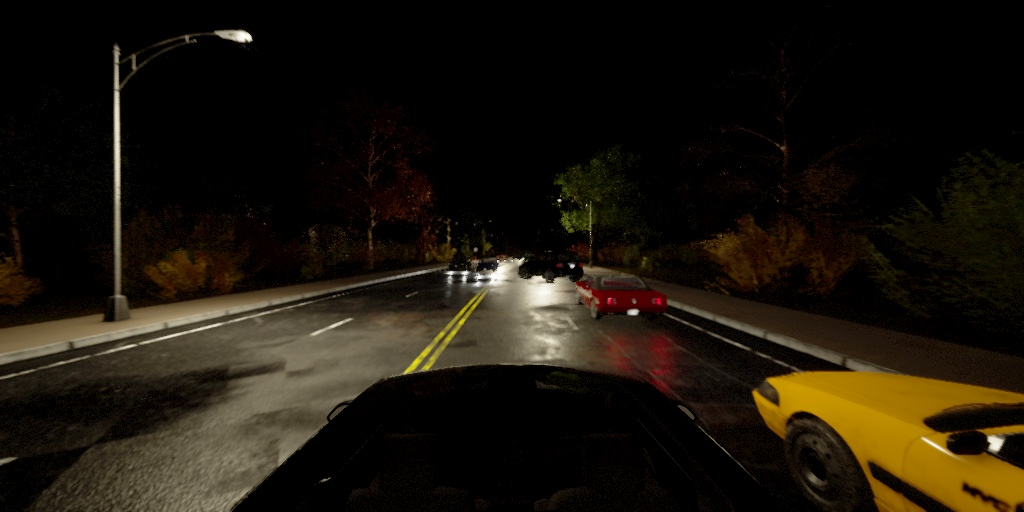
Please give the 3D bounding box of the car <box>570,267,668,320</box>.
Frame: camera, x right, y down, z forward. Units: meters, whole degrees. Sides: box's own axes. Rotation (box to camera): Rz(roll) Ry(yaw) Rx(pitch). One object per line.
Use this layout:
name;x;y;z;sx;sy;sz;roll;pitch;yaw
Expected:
car;3.331;1.228;11.973;1.895;1.301;4.718;0;1;1

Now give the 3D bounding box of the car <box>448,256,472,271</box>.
car;-5.549;0.777;38.816;1.837;1.490;4.892;0;0;3

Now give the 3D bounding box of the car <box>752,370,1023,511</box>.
car;3.243;1.216;1.208;1.801;1.575;5.366;0;1;0

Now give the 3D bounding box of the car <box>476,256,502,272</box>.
car;-2.449;0.911;36.063;1.895;1.301;4.718;0;1;3

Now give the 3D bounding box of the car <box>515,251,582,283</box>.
car;2.557;0.688;24.493;2.150;2.045;5.566;0;1;-26
